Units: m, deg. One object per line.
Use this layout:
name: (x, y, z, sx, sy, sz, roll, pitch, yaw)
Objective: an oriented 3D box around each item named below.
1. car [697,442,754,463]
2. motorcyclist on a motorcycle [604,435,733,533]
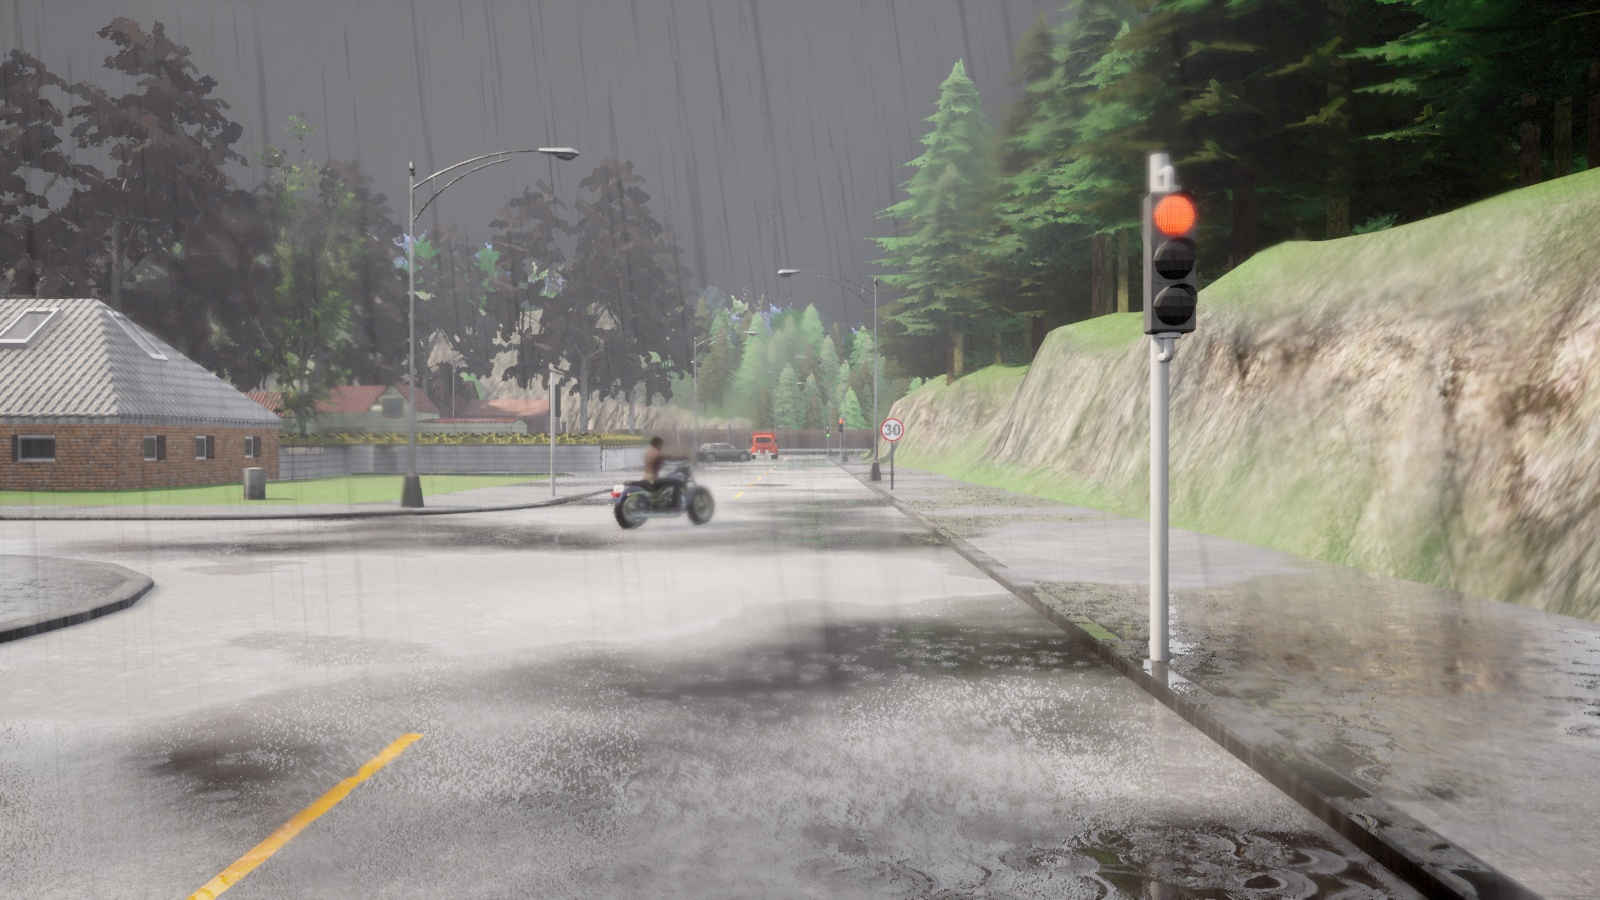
car: (-5.566, 0.176, 93.915, 3.806, 1.475, 1.970, 0, 0, -23)
motorcyclist on a motorcycle: (-2.295, 0.569, 22.253, 0.766, 1.649, 2.350, -1, -1, 42)
